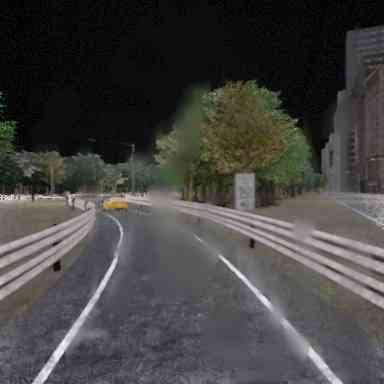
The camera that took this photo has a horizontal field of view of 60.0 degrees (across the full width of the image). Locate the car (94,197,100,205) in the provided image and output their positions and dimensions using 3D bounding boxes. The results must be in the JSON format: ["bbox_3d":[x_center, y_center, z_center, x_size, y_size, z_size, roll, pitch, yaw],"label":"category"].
[{"bbox_3d":[-13.182,1.337,48.041,1.895,1.301,4.718,-1,1,-18],"label":"car"}]

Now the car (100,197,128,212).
[{"bbox_3d":[-8.638,1.328,37.286,1.882,1.535,5.008,-1,1,-25],"label":"car"}]
